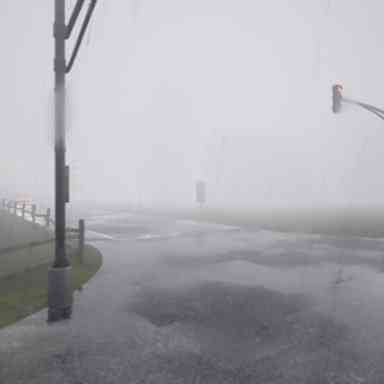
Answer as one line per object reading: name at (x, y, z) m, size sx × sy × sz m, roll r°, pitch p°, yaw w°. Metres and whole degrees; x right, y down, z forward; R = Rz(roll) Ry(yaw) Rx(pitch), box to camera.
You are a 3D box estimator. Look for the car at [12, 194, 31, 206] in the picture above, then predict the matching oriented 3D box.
car at (-25.264, 1.090, 49.266) m, size 2.097 × 1.767 × 4.553 m, roll 0°, pitch 0°, yaw -35°
